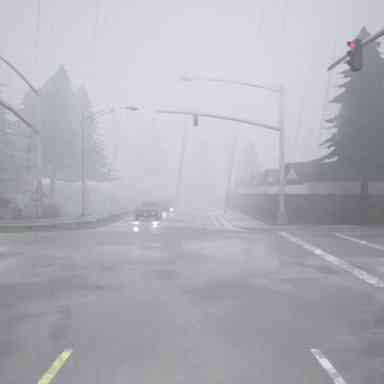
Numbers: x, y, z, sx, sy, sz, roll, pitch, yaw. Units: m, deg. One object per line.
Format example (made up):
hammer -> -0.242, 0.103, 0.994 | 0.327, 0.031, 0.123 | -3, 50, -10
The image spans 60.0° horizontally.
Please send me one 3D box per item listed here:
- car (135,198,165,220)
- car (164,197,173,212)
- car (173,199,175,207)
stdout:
car -> -3.597, 1.504, 28.012 | 1.837, 1.490, 4.892 | 0, 0, 0
car -> -3.590, 1.562, 37.926 | 1.994, 1.385, 4.181 | 0, 0, 0
car -> -3.504, 1.502, 48.281 | 1.837, 1.490, 4.892 | 0, 0, 2
